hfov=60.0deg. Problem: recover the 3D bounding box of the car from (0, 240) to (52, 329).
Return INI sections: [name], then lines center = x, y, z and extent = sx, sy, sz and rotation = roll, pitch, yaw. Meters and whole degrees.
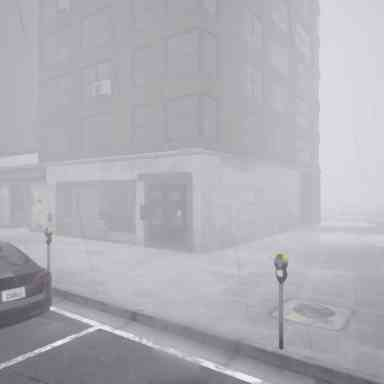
[car]
center = -4.349, 1.565, 6.188
extent = 4.313, 1.339, 1.947
rotation = 0, 0, 36
